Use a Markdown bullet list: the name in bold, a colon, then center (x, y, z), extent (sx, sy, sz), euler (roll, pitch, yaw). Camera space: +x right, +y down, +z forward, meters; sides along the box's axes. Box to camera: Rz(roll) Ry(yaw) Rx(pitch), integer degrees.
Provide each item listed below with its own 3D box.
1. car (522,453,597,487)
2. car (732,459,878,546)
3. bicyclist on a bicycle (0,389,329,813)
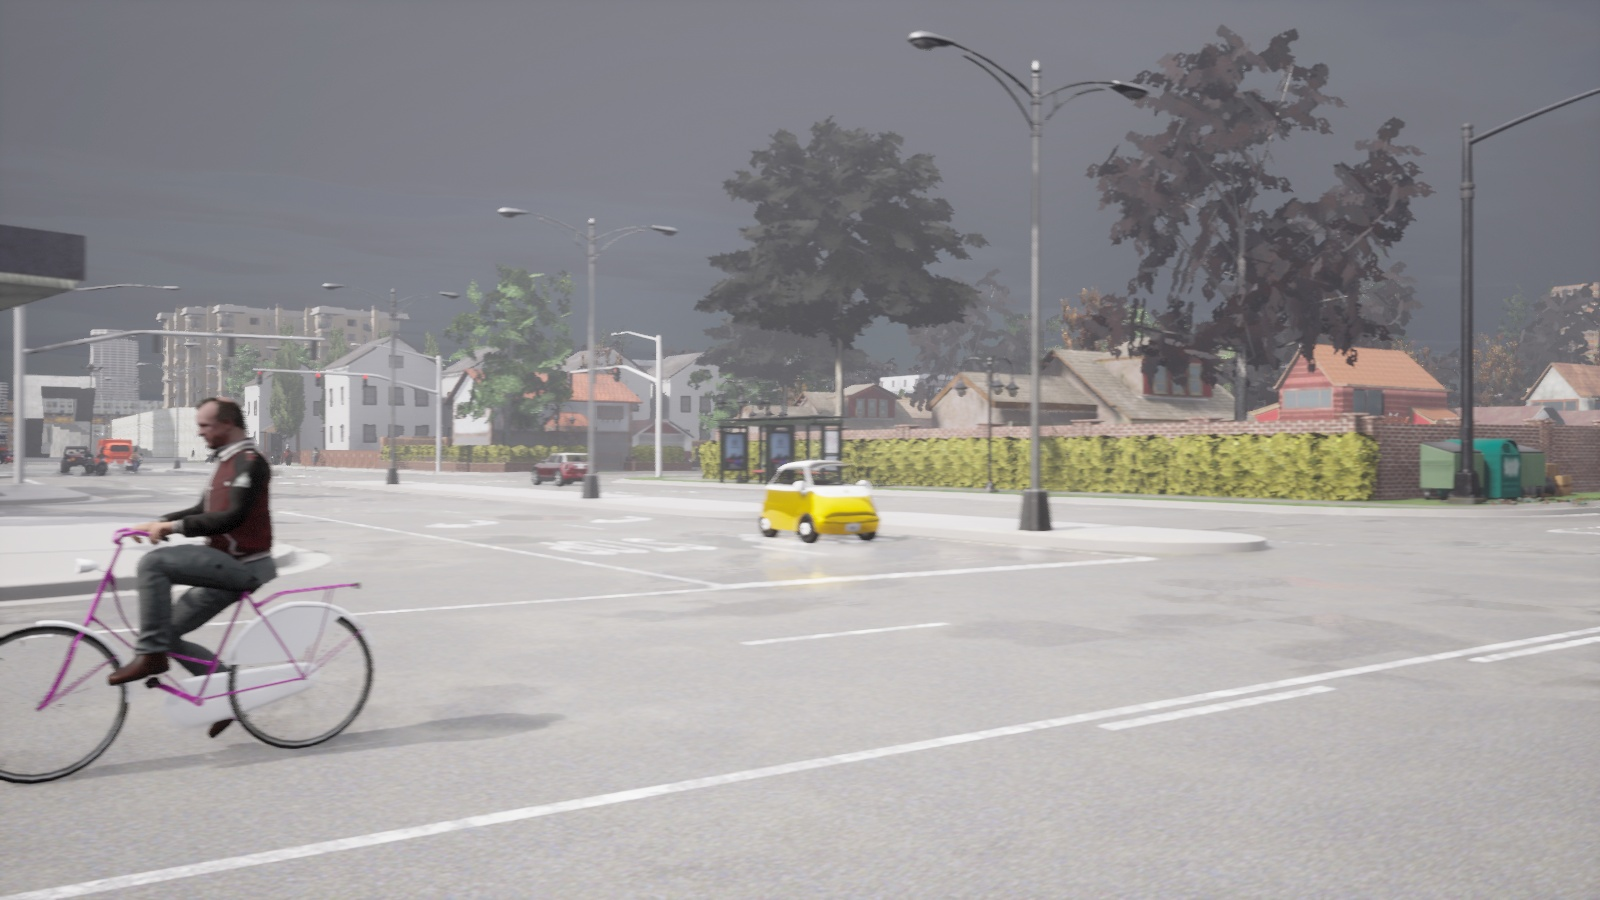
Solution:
- **car**: center (-10.966, 0.877, 57.205), extent (1.970, 1.475, 3.806), euler (0, 0, -35)
- **car**: center (0.062, 0.854, 21.436), extent (1.481, 1.376, 2.207), euler (0, -1, -35)
- **bicyclist on a bicycle**: center (-3.213, 0.637, 5.775), extent (1.843, 1.776, 0.659), euler (0, 0, -37)
